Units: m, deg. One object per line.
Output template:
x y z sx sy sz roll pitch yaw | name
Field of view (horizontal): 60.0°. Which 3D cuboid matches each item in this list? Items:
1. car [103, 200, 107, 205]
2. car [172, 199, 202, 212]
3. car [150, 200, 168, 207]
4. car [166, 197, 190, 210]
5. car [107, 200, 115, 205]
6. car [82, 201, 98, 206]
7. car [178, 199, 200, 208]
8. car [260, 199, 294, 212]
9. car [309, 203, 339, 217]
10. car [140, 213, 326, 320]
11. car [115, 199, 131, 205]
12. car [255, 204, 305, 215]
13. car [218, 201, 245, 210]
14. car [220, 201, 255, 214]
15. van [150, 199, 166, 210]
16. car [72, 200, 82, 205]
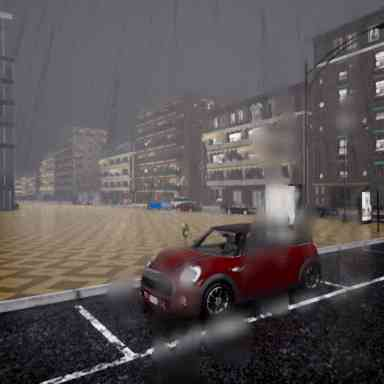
-23.397 2.794 92.593 1.887 1.381 4.507 -2 0 -36 | car
-0.403 2.111 46.476 1.887 1.381 4.507 -2 0 -36 | car
-7.047 2.421 70.052 1.802 1.307 4.206 -2 0 -36 | car
-1.305 1.845 52.333 2.150 2.045 5.566 -1 -1 -36 | car
-20.126 2.732 88.085 1.947 1.339 4.313 -2 0 -36 | car
-23.641 2.700 78.657 2.008 1.369 4.403 -2 0 -36 | car
-0.507 2.115 61.039 1.967 1.590 4.097 -2 0 -36 | car
11.361 1.820 44.889 1.967 1.590 4.097 -2 0 -36 | car
12.469 1.844 33.300 1.994 1.385 4.181 -1 0 -36 | car
0.918 1.439 7.227 4.097 1.590 1.967 0 0 -36 | car
-16.860 2.525 83.577 1.967 1.590 4.097 -2 0 -36 | car
8.954 1.884 33.499 2.008 1.369 4.403 -2 0 -36 | car
6.096 2.093 52.067 1.802 1.307 4.206 -2 0 -36 | car
5.683 1.965 38.007 2.008 1.369 4.403 -2 0 -36 | car
-5.330 2.032 53.357 1.690 1.788 3.998 -2 0 -36 | van
-30.181 2.859 87.673 1.887 1.381 4.507 -2 0 -36 | car
